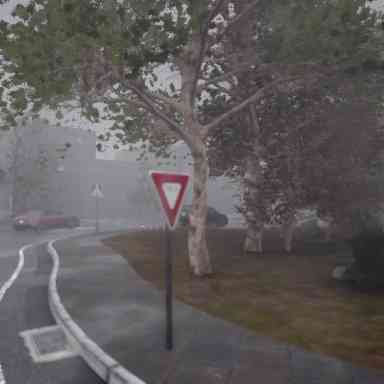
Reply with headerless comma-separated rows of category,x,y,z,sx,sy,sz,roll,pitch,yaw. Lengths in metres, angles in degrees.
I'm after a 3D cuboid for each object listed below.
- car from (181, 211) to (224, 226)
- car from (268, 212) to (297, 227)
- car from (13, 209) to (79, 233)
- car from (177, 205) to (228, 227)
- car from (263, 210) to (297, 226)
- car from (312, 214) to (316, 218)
car,1.248,2.876,36.019,1.837,1.490,4.892,-1,-4,44
car,11.397,3.602,41.903,1.882,1.535,5.008,-1,-4,45
car,-9.411,1.819,21.788,1.994,1.385,4.181,0,-2,24
car,1.074,2.326,31.403,2.150,2.045,5.566,-1,-4,43
car,12.611,3.687,47.615,2.150,2.045,5.566,-1,-4,45
car,29.825,5.087,76.710,5.566,2.045,2.435,3,-3,-45
